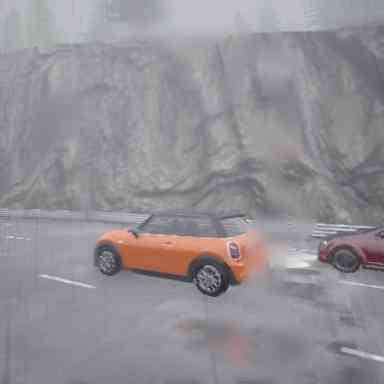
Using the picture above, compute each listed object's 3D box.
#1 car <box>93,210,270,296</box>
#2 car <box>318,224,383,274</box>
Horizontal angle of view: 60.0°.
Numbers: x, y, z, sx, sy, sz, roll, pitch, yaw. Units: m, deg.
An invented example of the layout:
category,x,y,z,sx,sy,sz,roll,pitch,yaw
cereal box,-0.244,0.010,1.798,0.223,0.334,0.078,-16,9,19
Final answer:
category,x,y,z,sx,sy,sz,roll,pitch,yaw
car,-0.430,1.247,8.550,4.553,1.767,2.097,0,1,33
car,5.547,1.413,8.686,4.181,1.385,1.994,0,1,35
